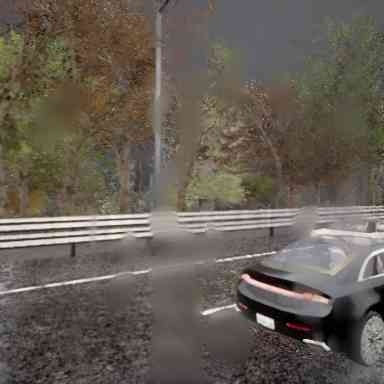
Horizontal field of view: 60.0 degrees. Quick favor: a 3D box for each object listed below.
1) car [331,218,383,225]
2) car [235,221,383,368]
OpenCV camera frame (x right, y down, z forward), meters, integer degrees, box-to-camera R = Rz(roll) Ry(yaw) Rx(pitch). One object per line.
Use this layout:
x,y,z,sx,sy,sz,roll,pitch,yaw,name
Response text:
6.695,1.660,12.754,4.718,1.301,1.895,0,0,-35,car
2.954,1.519,5.825,4.902,1.511,2.128,0,0,-35,car
